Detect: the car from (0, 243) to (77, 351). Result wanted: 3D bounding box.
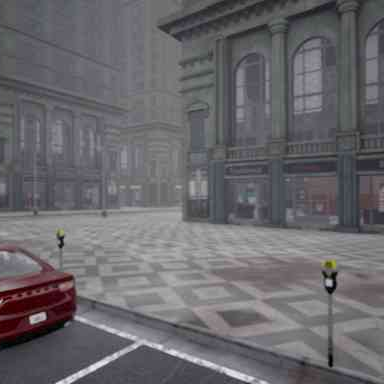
[{"bbox_3d":[-3.875,1.551,5.739,4.507,1.381,1.887,0,0,35],"label":"car"}]
